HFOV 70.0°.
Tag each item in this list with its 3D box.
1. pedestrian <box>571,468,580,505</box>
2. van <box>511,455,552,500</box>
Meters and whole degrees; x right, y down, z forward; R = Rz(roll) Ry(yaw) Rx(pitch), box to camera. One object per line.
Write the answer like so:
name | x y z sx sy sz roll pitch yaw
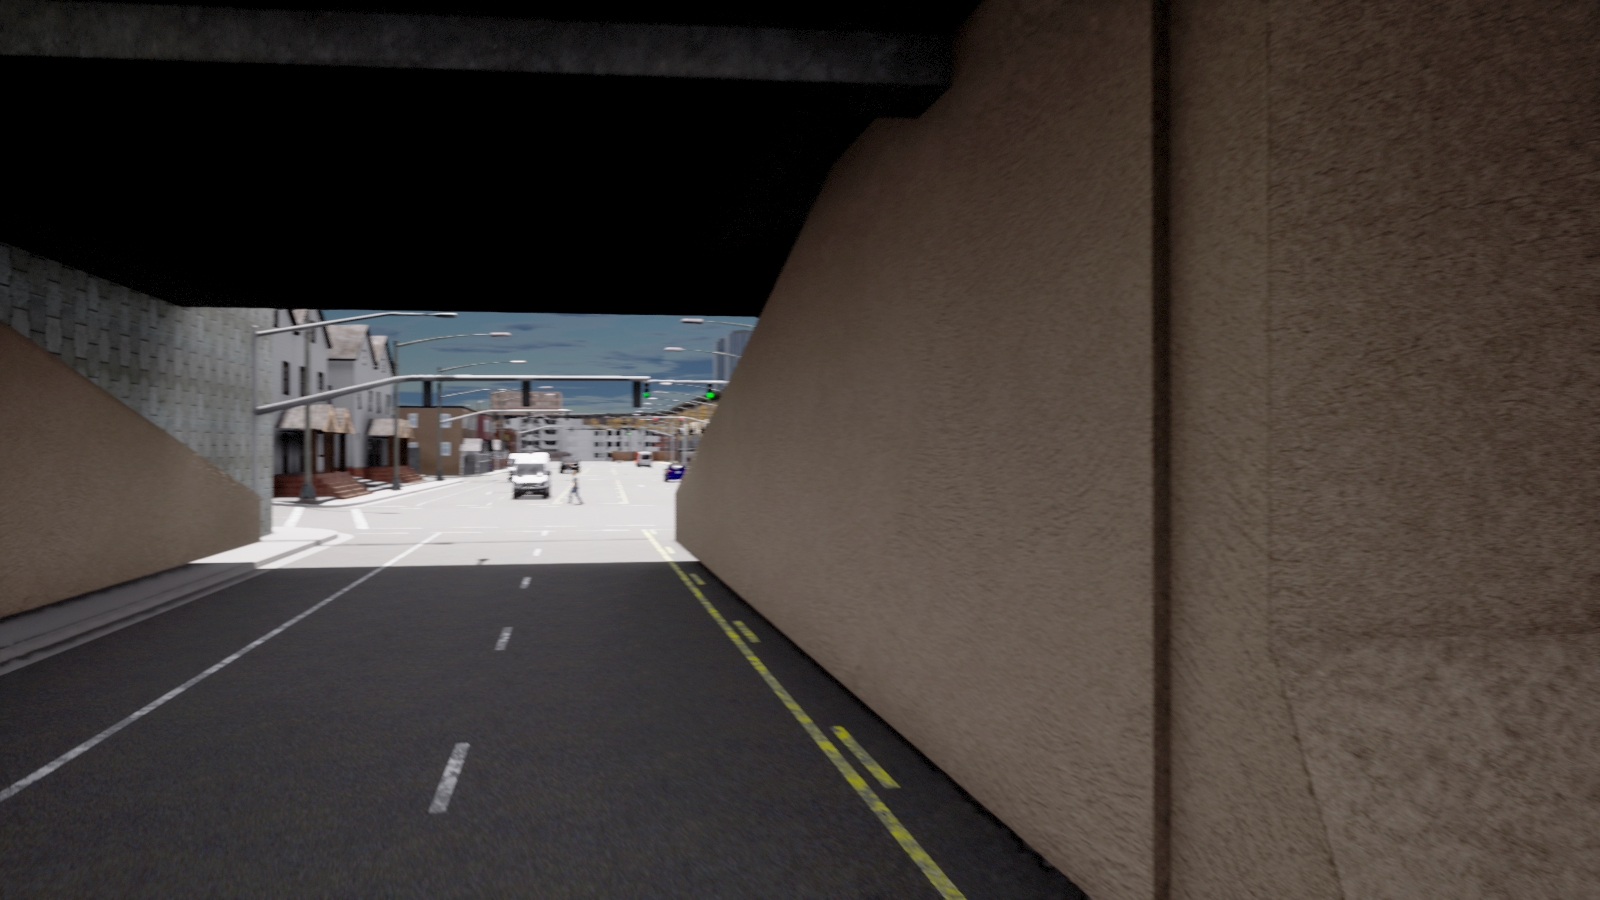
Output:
pedestrian | -11.562 1.882 58.876 0.375 1.860 0.375 0 0 -29
van | -15.915 1.562 67.899 1.988 2.561 5.915 0 0 -10
